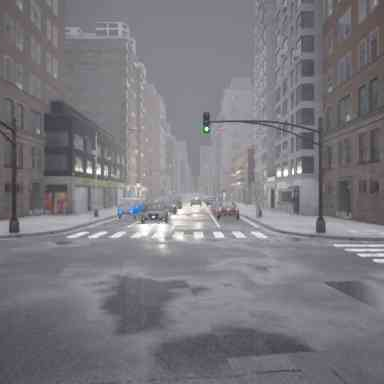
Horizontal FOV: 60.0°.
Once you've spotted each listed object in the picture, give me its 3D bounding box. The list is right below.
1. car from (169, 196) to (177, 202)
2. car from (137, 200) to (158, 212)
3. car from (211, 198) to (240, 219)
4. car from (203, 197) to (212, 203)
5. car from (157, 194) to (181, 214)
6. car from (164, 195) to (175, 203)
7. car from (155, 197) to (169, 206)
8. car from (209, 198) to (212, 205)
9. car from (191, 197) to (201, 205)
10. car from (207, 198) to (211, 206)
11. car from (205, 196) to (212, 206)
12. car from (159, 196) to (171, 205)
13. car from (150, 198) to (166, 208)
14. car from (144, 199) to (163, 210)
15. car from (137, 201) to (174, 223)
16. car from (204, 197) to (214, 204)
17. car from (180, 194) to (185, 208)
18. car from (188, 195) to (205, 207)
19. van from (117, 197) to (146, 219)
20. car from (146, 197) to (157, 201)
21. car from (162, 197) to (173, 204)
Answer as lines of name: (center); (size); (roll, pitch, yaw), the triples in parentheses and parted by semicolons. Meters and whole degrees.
car: (-4.809, 1.795, 84.783); (1.947, 1.339, 4.313); (0, 0, 1)
car: (-5.347, 1.674, 40.597); (1.947, 1.339, 4.313); (0, 0, 1)
car: (3.044, 1.508, 29.453); (1.967, 1.590, 4.097); (0, 0, 1)
car: (3.649, 1.787, 79.174); (1.802, 1.307, 4.206); (0, 0, 1)
car: (-2.633, 1.444, 36.060); (2.097, 1.767, 4.553); (0, 0, 1)
car: (-4.944, 1.514, 73.737); (2.192, 1.841, 5.009); (0, 0, 1)
car: (-5.145, 1.593, 57.167); (1.967, 1.590, 4.097); (0, 0, 1)
car: (3.112, 1.649, 34.977); (1.947, 1.339, 4.313); (0, 0, 1)
car: (0.824, 1.736, 66.247); (1.994, 1.385, 4.181); (0, 0, 1)
car: (3.179, 1.680, 40.501); (1.802, 1.307, 4.206); (0, 0, 1)
car: (3.380, 1.710, 57.076); (1.947, 1.339, 4.313); (0, 0, 1)
car: (-5.078, 1.609, 62.690); (1.967, 1.590, 4.097); (0, 0, 1)
car: (-5.212, 1.689, 51.644); (2.008, 1.369, 4.403); (0, 0, 1)
car: (-5.280, 1.674, 46.121); (2.008, 1.369, 4.403); (0, 0, 1)
car: (-2.757, 1.629, 26.026); (1.994, 1.385, 4.181); (0, 0, 1)
car: (3.514, 1.719, 68.125); (1.887, 1.381, 4.507); (0, 0, 1)
car: (-2.497, 1.342, 46.441); (2.150, 2.045, 5.566); (0, 0, 1)
car: (0.698, 1.635, 55.829); (2.128, 1.511, 4.902); (0, 0, 1)
van: (-5.482, 1.419, 29.551); (1.690, 1.788, 3.998); (0, 0, 1)
car: (-5.415, 1.408, 35.075); (2.192, 1.841, 5.009); (0, 0, 1)
car: (-5.013, 1.709, 68.043); (1.752, 1.417, 4.829); (0, 0, 1)
